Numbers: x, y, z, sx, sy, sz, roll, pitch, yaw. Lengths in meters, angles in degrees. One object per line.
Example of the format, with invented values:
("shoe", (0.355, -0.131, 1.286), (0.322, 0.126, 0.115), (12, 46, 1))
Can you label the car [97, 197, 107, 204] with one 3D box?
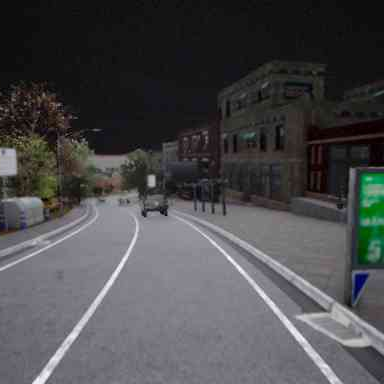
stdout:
("car", (-20.256, 1.832, 74.549), (1.837, 1.490, 4.892), (-2, 0, -17))

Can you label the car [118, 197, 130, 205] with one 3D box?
("car", (-12.548, 1.595, 61.534), (1.812, 1.442, 4.674), (-2, 0, -17))

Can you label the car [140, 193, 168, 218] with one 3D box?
("car", (-3.541, 1.144, 30.956), (2.150, 2.045, 5.566), (-1, 0, -12))
